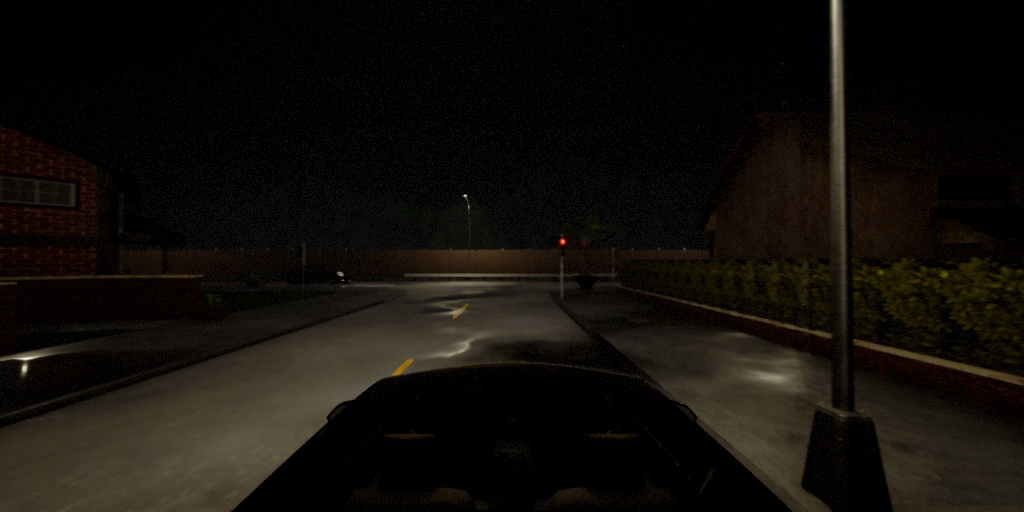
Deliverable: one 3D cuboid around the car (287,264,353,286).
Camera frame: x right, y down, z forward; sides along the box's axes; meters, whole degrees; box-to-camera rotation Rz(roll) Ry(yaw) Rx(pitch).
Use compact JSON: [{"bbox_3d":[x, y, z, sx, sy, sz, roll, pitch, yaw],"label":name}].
[{"bbox_3d":[-15.036,1.396,28.296,4.553,1.767,2.097,0,-1,0],"label":"car"}]
